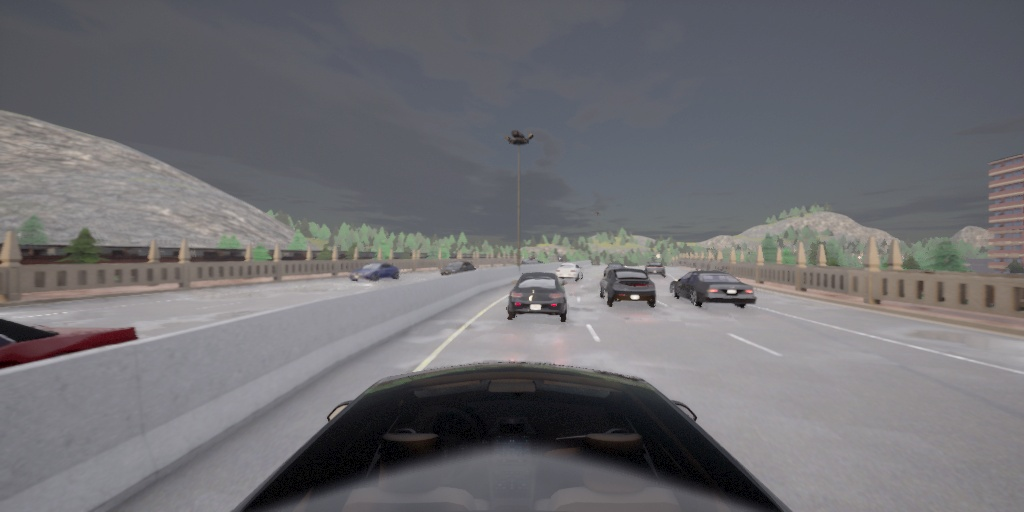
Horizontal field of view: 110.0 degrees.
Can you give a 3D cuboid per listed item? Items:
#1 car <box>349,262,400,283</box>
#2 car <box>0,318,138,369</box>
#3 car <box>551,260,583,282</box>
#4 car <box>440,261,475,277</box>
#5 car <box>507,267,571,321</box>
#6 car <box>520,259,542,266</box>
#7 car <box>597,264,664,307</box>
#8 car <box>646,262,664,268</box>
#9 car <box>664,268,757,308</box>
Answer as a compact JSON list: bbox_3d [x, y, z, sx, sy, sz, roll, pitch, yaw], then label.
[{"bbox_3d":[-10.524,1.231,27.904,1.812,1.442,4.674,0,0,15],"label":"car"},{"bbox_3d":[-6.971,1.320,3.472,1.895,1.301,4.718,0,0,2],"label":"car"},{"bbox_3d":[4.757,1.297,29.710,1.812,1.442,4.674,0,0,17],"label":"car"},{"bbox_3d":[-5.075,1.234,34.167,1.837,1.490,4.892,0,0,18],"label":"car"},{"bbox_3d":[0.946,1.276,12.443,1.812,1.442,4.674,0,0,7],"label":"car"},{"bbox_3d":[2.691,1.269,45.857,1.837,1.490,4.892,0,0,20],"label":"car"},{"bbox_3d":[4.929,1.277,15.709,1.837,1.490,4.892,0,0,9],"label":"car"},{"bbox_3d":[14.367,1.305,36.280,2.128,1.511,4.902,0,0,19],"label":"car"},{"bbox_3d":[8.372,1.334,15.453,2.033,1.411,5.357,0,0,10],"label":"car"}]
